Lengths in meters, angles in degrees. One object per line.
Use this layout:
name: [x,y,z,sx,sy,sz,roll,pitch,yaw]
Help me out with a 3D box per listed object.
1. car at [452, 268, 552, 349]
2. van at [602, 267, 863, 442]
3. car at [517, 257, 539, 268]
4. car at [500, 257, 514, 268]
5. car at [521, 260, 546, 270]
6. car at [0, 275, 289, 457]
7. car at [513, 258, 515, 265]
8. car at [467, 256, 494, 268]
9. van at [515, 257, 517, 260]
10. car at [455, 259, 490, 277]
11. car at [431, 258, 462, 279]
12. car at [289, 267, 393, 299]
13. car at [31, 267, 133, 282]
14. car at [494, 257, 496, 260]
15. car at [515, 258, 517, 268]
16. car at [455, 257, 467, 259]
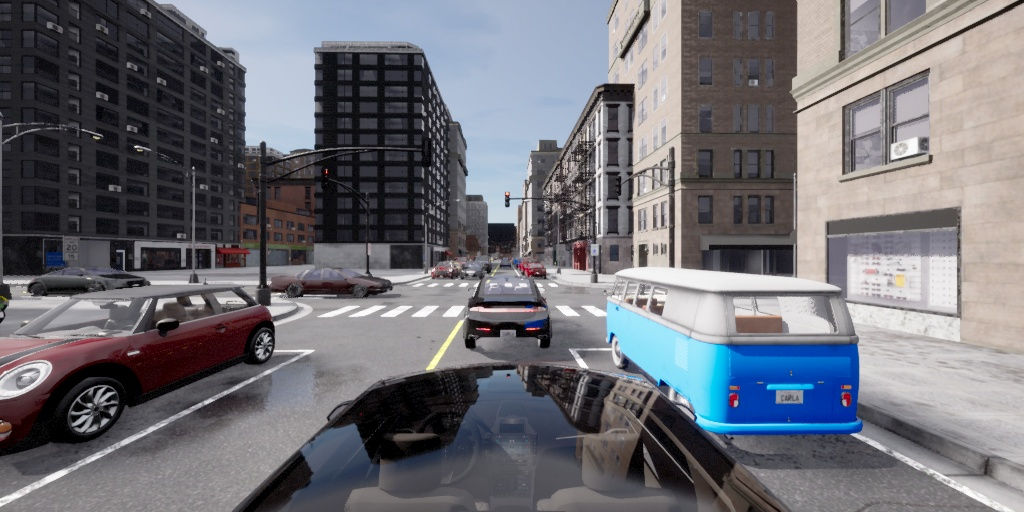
car: [-0.125,1.242,9.167,2.128,1.511,4.902,0,0,-1]
van: [2.585,1.091,5.233,1.690,1.789,3.998,0,0,-1]
car: [1.979,1.065,37.516,2.192,1.841,5.009,0,0,-1]
car: [-1.124,1.309,62.268,1.994,1.385,4.181,0,0,-1]
car: [2.081,1.295,32.108,1.888,1.381,4.507,0,0,-1]
car: [-5.439,1.190,5.082,1.967,1.591,4.097,0,0,-1]
car: [1.573,1.312,59.151,1.948,1.339,4.313,0,0,-1]
car: [-3.581,0.971,41.768,2.150,2.045,5.566,0,0,0]
van: [1.674,1.089,53.743,1.690,1.789,3.998,0,0,-1]
car: [-3.392,1.242,31.606,2.128,1.511,4.902,0,0,-1]
car: [-5.943,1.190,31.957,1.967,1.591,4.097,0,0,-1]
car: [-8.617,1.262,17.270,5.357,1.411,2.033,0,0,-1]
car: [-19.927,1.214,17.043,4.181,1.385,1.994,0,0,-1]
car: [-3.776,1.296,52.170,2.033,1.411,5.357,0,0,-1]
car: [1.776,1.294,48.334,1.888,1.381,4.507,0,0,-1]
car: [-6.146,1.065,42.774,2.192,1.841,5.009,0,0,-1]
